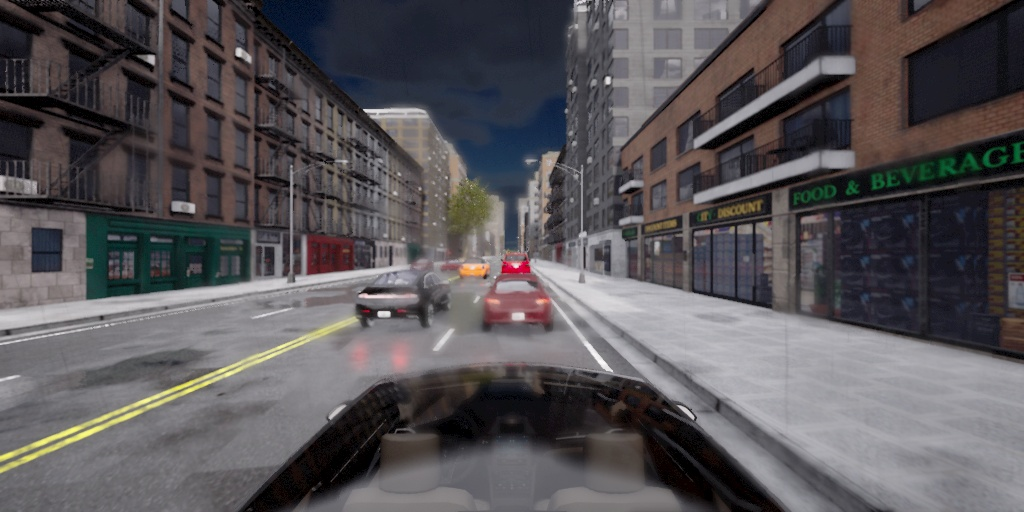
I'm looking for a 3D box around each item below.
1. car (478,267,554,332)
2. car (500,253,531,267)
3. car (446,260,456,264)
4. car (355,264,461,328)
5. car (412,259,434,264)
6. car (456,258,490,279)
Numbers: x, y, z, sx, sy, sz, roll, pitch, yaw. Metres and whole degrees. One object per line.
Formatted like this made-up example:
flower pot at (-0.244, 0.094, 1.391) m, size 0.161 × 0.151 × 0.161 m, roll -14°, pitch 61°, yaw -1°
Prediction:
car at (0.159, 1.213, 10.552) m, size 1.812 × 1.442 × 4.674 m, roll 0°, pitch 0°, yaw 0°
car at (0.283, 0.796, 27.646) m, size 2.150 × 2.045 × 5.566 m, roll 0°, pitch 0°, yaw 0°
car at (-6.347, 1.112, 37.958) m, size 1.895 × 1.301 × 4.718 m, roll 0°, pitch 0°, yaw 0°
car at (-3.082, 1.176, 11.064) m, size 2.128 × 1.511 × 4.902 m, roll 0°, pitch 0°, yaw 0°
car at (-9.595, 1.032, 38.622) m, size 1.812 × 1.442 × 4.674 m, roll 0°, pitch 0°, yaw 1°
car at (-2.959, 0.916, 29.350) m, size 2.097 × 1.767 × 4.553 m, roll 0°, pitch 0°, yaw 0°
